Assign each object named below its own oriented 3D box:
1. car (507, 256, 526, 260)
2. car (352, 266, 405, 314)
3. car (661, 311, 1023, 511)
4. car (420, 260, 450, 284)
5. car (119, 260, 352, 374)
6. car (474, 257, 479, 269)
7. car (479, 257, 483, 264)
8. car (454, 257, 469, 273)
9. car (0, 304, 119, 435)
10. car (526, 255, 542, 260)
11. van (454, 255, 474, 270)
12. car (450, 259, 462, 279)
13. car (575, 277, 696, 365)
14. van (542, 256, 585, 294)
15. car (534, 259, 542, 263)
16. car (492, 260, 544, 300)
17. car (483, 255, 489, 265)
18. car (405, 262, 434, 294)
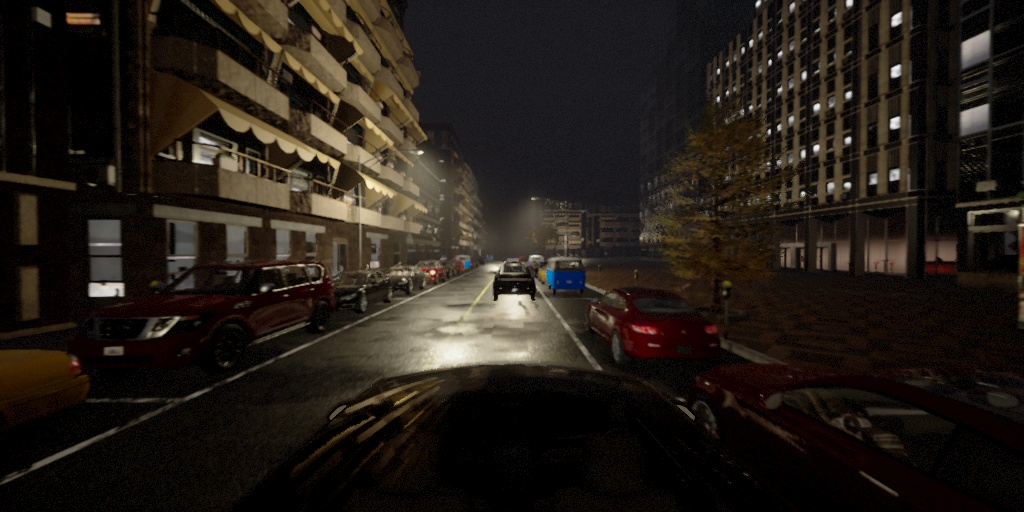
[{"bbox_3d":[0.111,0.979,39.517,2.128,1.511,4.902,0,0,0],"label":"car"},{"bbox_3d":[-5.688,1.218,13.172,2.007,1.370,4.403,0,0,0],"label":"car"},{"bbox_3d":[2.689,1.329,2.117,1.802,1.307,4.207,0,0,0],"label":"car"},{"bbox_3d":[-5.685,1.030,24.223,1.967,1.591,4.097,0,0,0],"label":"car"},{"bbox_3d":[-5.690,1.022,7.645,2.192,1.841,5.009,0,0,0],"label":"car"},{"bbox_3d":[-5.680,1.027,46.330,1.802,1.307,4.207,0,0,0],"label":"car"},{"bbox_3d":[-5.678,0.992,51.856,1.802,1.307,4.207,0,0,0],"label":"car"},{"bbox_3d":[-5.682,1.061,35.277,1.888,1.381,4.507,0,0,0],"label":"car"},{"bbox_3d":[-5.692,1.273,1.949,1.751,1.417,4.829,0,0,0],"label":"car"},{"bbox_3d":[2.698,0.955,35.274,1.967,1.591,4.097,0,0,0],"label":"car"},{"bbox_3d":[-5.681,0.821,40.804,1.690,1.789,3.998,0,0,0],"label":"van"},{"bbox_3d":[-5.684,1.118,29.750,1.948,1.339,4.313,0,0,0],"label":"car"},{"bbox_3d":[2.690,1.288,7.642,1.802,1.307,4.207,0,0,0],"label":"car"},{"bbox_3d":[2.694,0.968,18.695,1.690,1.789,3.998,0,0,0],"label":"van"},{"bbox_3d":[2.695,1.114,24.391,1.751,1.417,4.829,0,0,0],"label":"car"},{"bbox_3d":[0.100,1.134,16.740,2.128,1.511,4.902,0,1,0],"label":"car"},{"bbox_3d":[-5.675,0.908,62.909,1.948,1.339,4.313,0,0,0],"label":"car"},{"bbox_3d":[-5.687,1.179,18.698,2.007,1.370,4.403,0,0,0],"label":"car"}]
